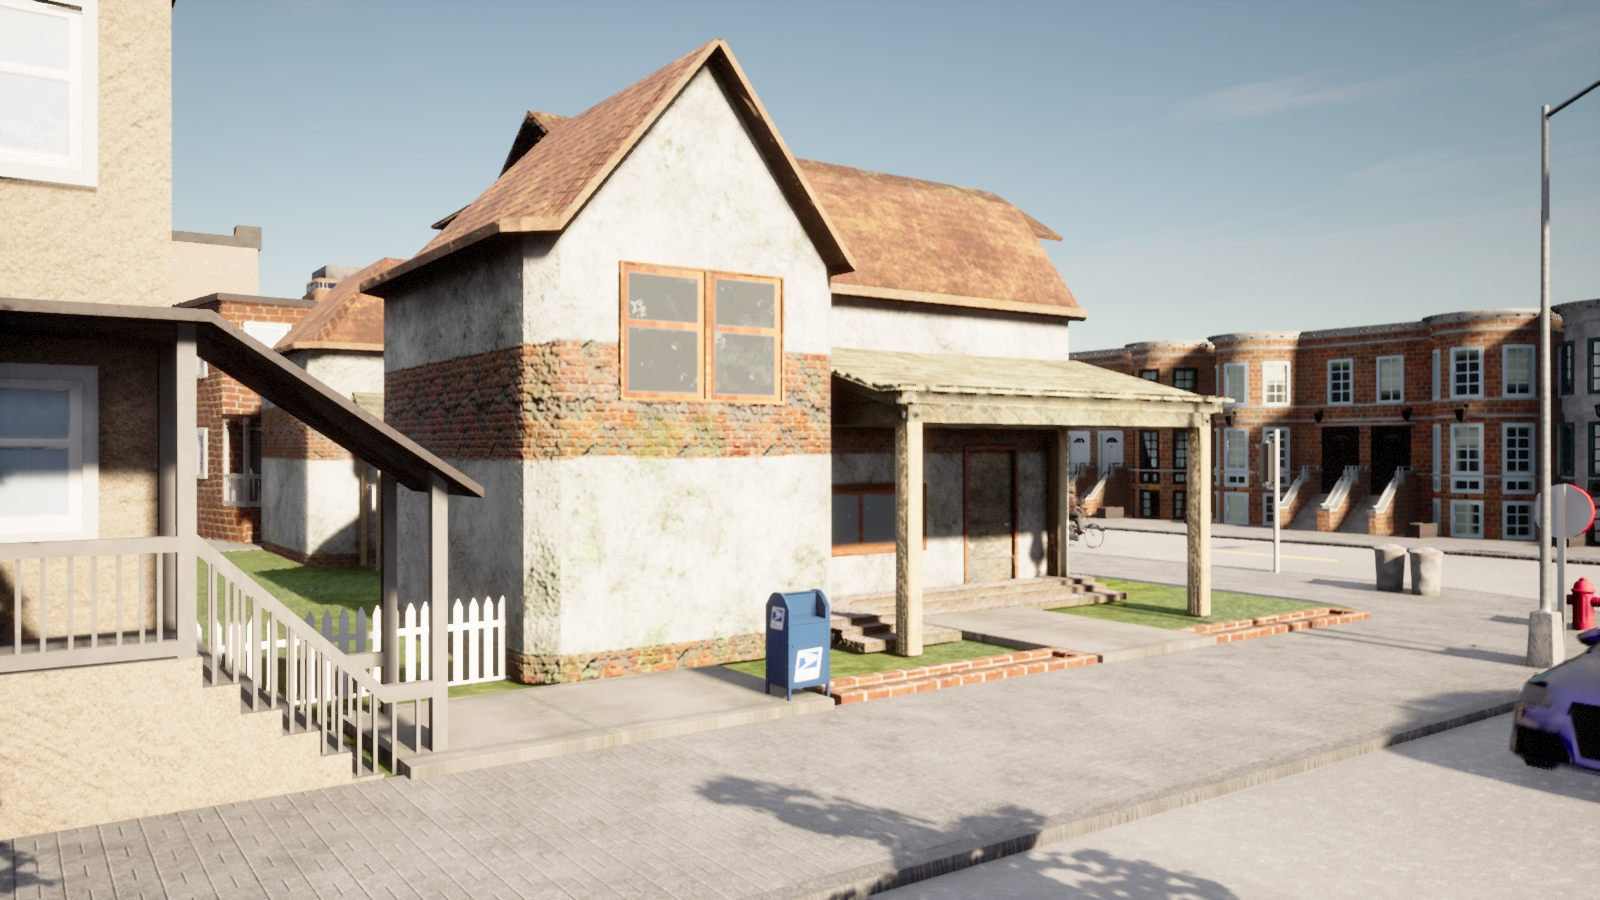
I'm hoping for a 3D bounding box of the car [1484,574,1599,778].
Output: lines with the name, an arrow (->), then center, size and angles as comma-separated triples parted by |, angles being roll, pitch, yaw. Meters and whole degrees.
car -> 8.087, 1.882, 10.052 | 4.181, 1.385, 1.994 | 0, 0, -35
